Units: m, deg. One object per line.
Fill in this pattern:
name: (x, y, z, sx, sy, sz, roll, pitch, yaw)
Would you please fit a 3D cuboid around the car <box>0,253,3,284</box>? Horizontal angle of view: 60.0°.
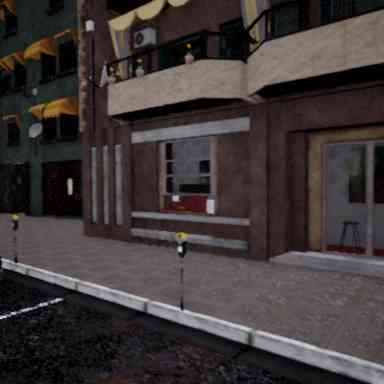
car: (-5.727, 1.381, 7.194, 4.403, 1.369, 2.008, 1, 2, 37)
